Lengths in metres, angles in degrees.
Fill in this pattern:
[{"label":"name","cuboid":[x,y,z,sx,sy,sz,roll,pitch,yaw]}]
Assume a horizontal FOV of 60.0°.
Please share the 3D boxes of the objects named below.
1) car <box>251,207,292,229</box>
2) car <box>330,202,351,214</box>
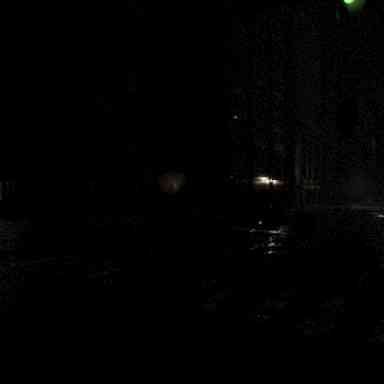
[{"label":"car","cuboid":[6.206,1.939,25.529,1.837,1.490,4.892,0,-1,35]},{"label":"car","cuboid":[20.565,2.127,45.991,1.882,1.535,5.008,0,-1,35]}]
